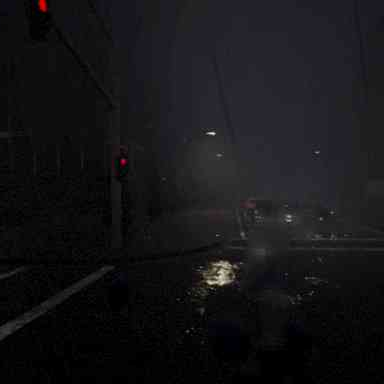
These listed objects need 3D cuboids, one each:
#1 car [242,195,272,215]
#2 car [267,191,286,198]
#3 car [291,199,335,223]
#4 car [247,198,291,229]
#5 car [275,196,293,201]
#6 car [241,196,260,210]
[{"bbox_3d":[5.792,1.285,30.046,1.882,1.535,5.008,-1,0,7],"label":"car"},{"bbox_3d":[10.922,0.913,43.325,2.150,2.045,5.566,-1,0,7],"label":"car"},{"bbox_3d":[8.538,1.398,23.538,1.895,1.301,4.718,-1,0,7],"label":"car"},{"bbox_3d":[4.650,1.363,20.619,1.837,1.490,4.892,-1,0,7],"label":"car"},{"bbox_3d":[9.639,1.349,32.641,1.895,1.301,4.718,-1,0,7],"label":"car"},{"bbox_3d":[7.072,1.298,40.626,2.033,1.411,5.357,-1,0,7],"label":"car"}]
